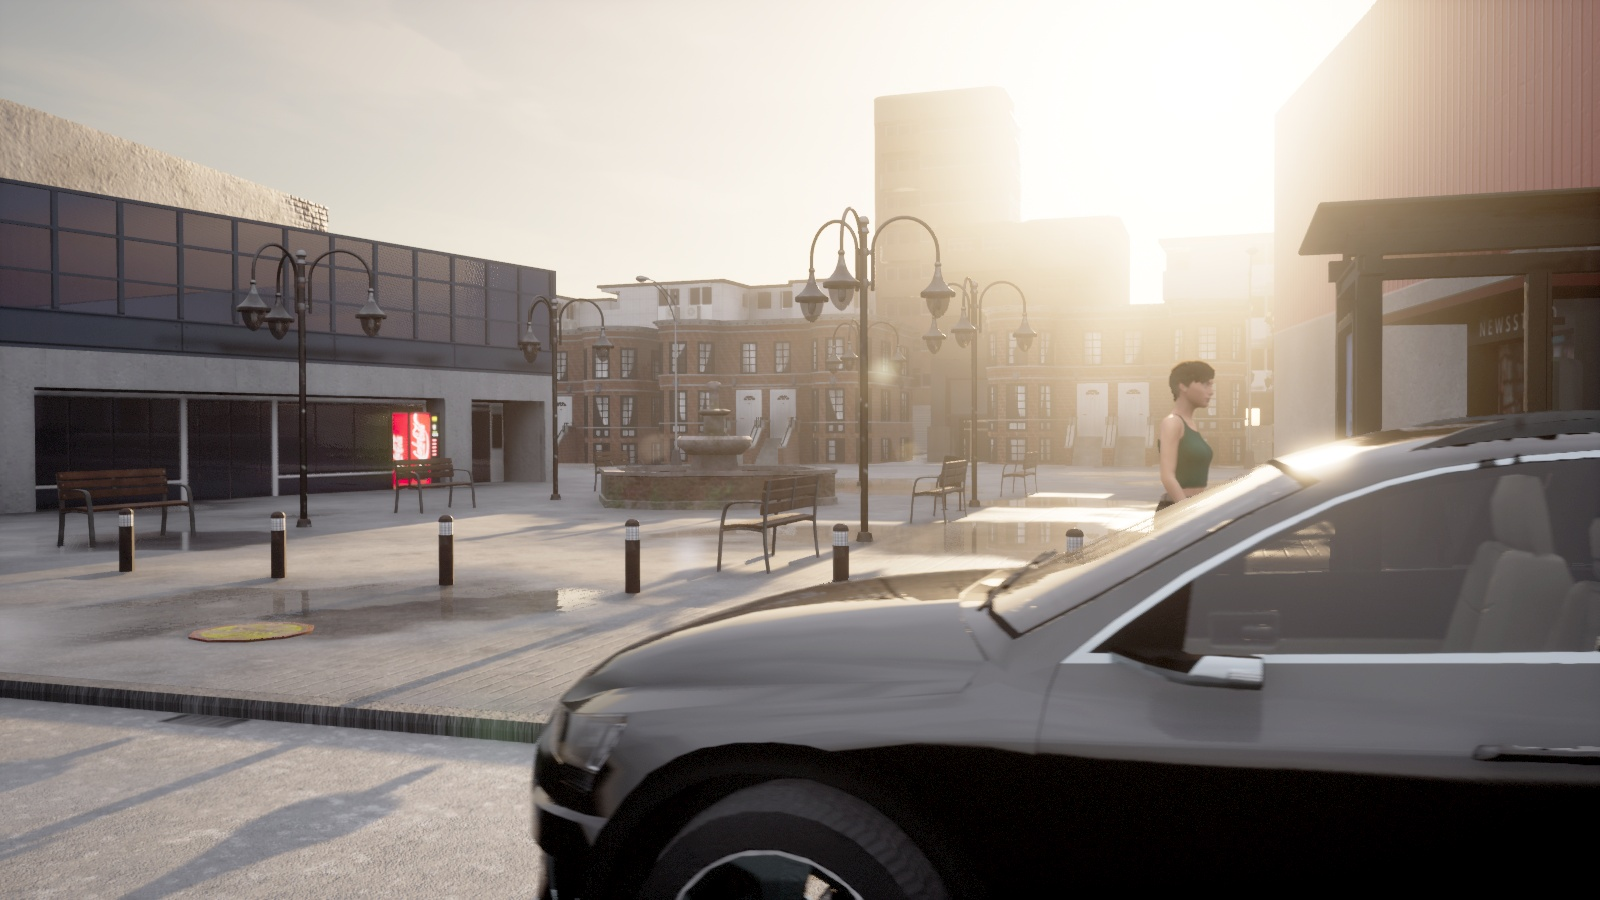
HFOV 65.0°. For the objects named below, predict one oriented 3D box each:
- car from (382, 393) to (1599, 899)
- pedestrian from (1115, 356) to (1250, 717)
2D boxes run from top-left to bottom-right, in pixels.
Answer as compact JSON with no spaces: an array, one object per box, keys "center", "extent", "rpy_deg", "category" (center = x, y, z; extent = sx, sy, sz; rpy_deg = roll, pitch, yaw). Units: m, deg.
[{"center":[1.635,0.712,3.169],"extent":[4.856,1.649,2.033],"rpy_deg":[1,1,19],"category":"car"},{"center":[2.041,0.436,6.712],"extent":[0.594,1.836,0.345],"rpy_deg":[1,1,39],"category":"pedestrian"}]
